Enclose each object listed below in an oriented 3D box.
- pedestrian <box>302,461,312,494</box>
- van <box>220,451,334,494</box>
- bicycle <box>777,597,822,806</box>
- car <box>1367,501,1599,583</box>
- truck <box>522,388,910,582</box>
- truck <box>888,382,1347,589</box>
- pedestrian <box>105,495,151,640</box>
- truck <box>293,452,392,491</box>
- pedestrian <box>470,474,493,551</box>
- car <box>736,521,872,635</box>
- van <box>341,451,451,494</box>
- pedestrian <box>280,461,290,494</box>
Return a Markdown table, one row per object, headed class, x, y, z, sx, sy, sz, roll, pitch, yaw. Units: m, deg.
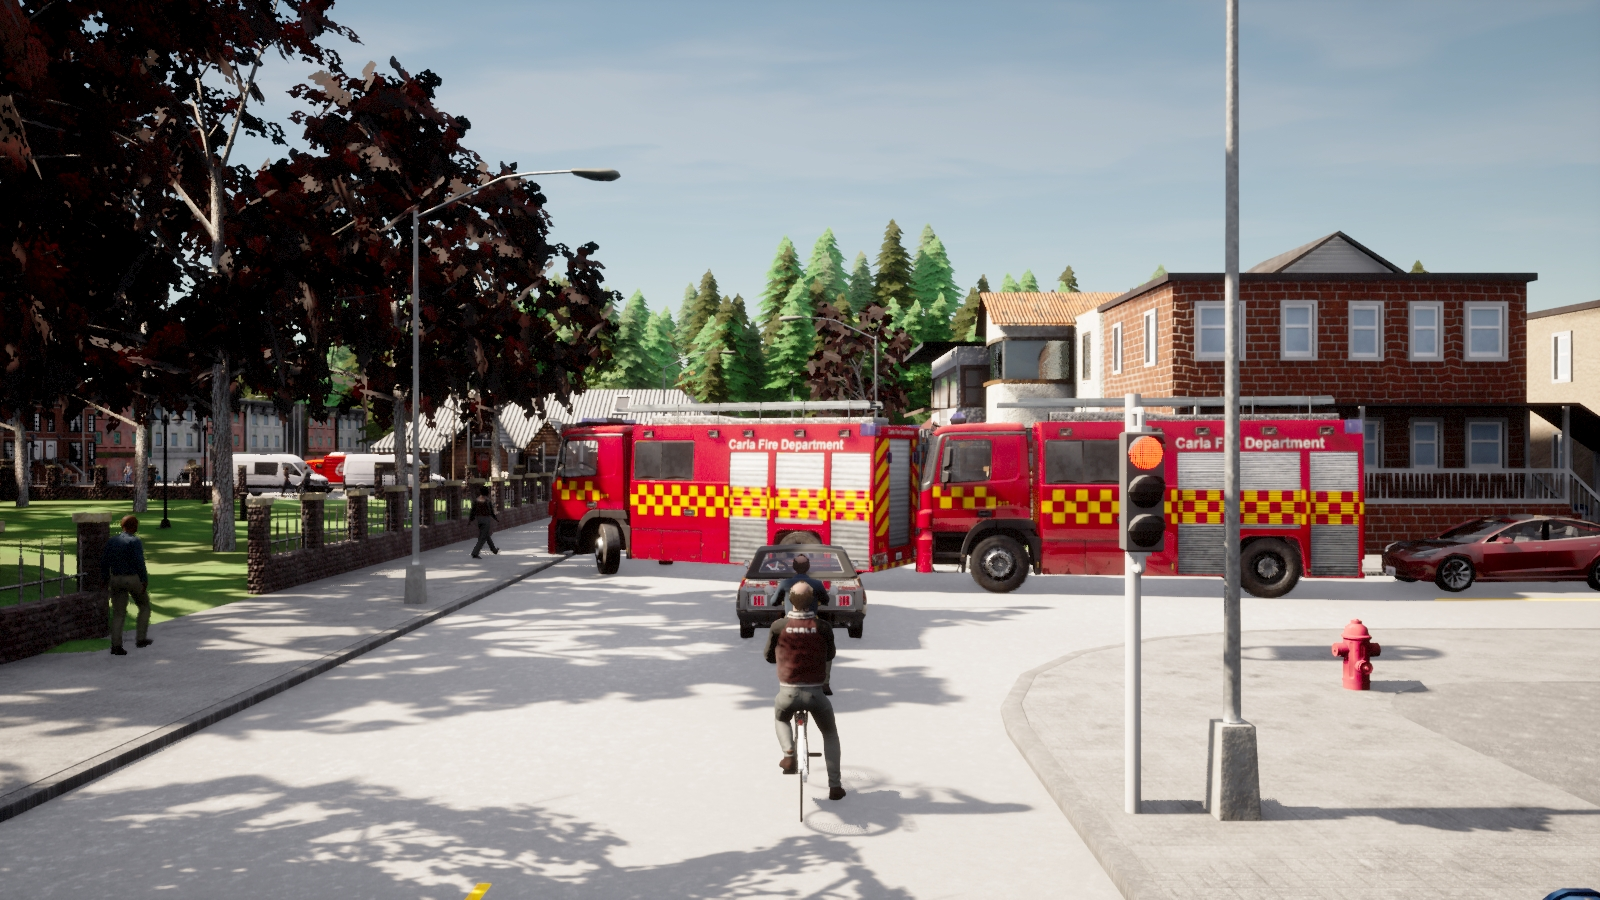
| class | x | y | z | sx | sy | sz | roll | pitch | yaw |
| --- | --- | --- | --- | --- | --- | --- | --- | --- | --- |
| pedestrian | -27.384 | 1.525 | 63.490 | 0.375 | 1.860 | 0.375 | 0 | 0 | 5 |
| van | -31.465 | 1.314 | 68.839 | 5.915 | 2.561 | 1.988 | 0 | 0 | 1 |
| bicycle | -0.005 | 1.940 | 9.200 | 0.329 | 1.271 | 1.835 | 0 | 0 | 0 |
| car | 14.546 | 1.843 | 23.389 | 4.792 | 1.488 | 2.163 | 0 | 0 | 0 |
| truck | -2.012 | 0.672 | 25.772 | 8.468 | 3.827 | 2.891 | 0 | 0 | 28 |
| truck | 6.140 | 0.669 | 23.208 | 8.468 | 3.827 | 2.891 | 0 | 0 | 9 |
| pedestrian | -8.787 | 1.525 | 14.938 | 0.375 | 1.860 | 0.375 | 0 | 0 | 4 |
| truck | -29.092 | 1.345 | 72.766 | 5.204 | 2.467 | 2.627 | 0 | 0 | 0 |
| pedestrian | -7.803 | 1.525 | 27.995 | 0.375 | 1.860 | 0.375 | 0 | 0 | 25 |
| car | 0.052 | 1.935 | 18.331 | 1.895 | 1.301 | 4.718 | 0 | 0 | 0 |
| van | -24.299 | 1.314 | 68.785 | 5.915 | 2.561 | 1.988 | 0 | 0 | 1 |
| pedestrian | -28.620 | 1.523 | 63.491 | 0.375 | 1.860 | 0.375 | 0 | 0 | -2 |
